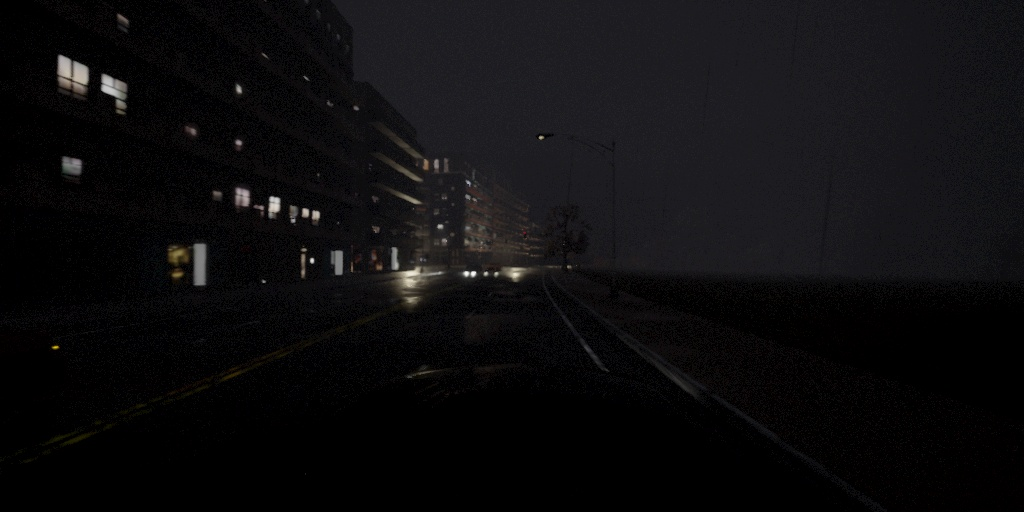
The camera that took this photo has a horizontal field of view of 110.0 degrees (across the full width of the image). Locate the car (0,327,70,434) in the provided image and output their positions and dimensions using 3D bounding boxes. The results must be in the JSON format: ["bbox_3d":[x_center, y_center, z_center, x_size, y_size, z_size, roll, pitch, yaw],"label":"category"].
[{"bbox_3d":[-6.588,1.271,2.630,1.812,1.442,4.674,0,0,0],"label":"car"}]

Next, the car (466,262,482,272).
[{"bbox_3d":[-6.057,1.754,57.362,2.128,1.511,4.902,0,-1,8],"label":"car"}]

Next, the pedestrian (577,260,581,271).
[{"bbox_3d":[10.388,1.453,55.789,0.375,1.860,0.375,0,-1,7],"label":"pedestrian"}]

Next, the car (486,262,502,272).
[{"bbox_3d":[-2.864,1.737,56.708,1.882,1.535,5.008,0,-1,8],"label":"car"}]
